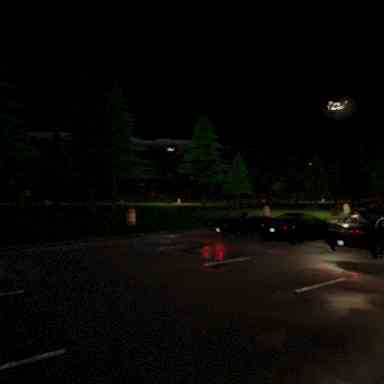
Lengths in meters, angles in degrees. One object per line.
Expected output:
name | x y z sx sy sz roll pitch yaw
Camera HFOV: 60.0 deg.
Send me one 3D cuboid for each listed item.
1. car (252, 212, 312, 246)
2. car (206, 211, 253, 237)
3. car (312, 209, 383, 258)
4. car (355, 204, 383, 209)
car | 5.265 1.709 16.197 4.181 1.385 1.994 1 0 -35
car | 3.113 1.744 18.859 4.718 1.301 1.895 1 0 -39
car | 7.342 1.638 13.384 4.902 1.511 2.128 1 0 -35
car | 15.290 1.812 28.062 4.892 1.490 1.837 0 0 -35
